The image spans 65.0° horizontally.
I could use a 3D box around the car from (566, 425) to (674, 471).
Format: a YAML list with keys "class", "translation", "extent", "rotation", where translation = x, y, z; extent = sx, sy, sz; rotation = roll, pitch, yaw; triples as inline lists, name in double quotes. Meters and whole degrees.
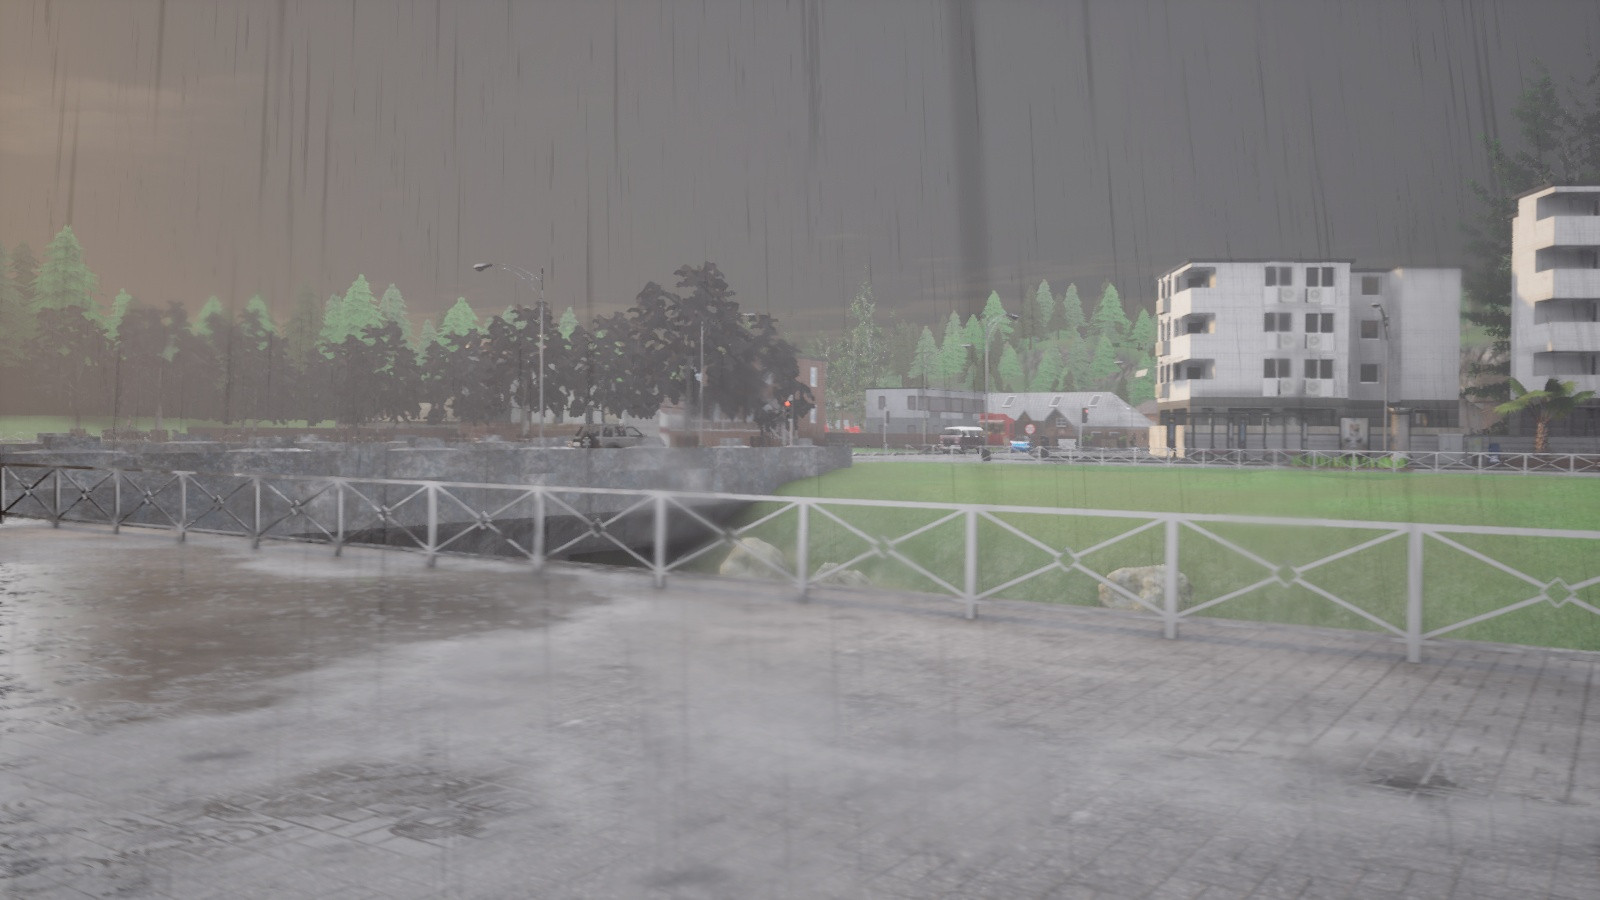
- class: "car"
  translation: [-7.676, -0.119, 53.981]
  extent: [1.932, 1.855, 4.605]
  rotation: [0, 1, 35]

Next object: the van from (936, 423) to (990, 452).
- class: "van"
  translation: [11.725, -0.881, 90.371]
  extent: [2.069, 2.038, 4.480]
  rotation: [0, 1, 34]
